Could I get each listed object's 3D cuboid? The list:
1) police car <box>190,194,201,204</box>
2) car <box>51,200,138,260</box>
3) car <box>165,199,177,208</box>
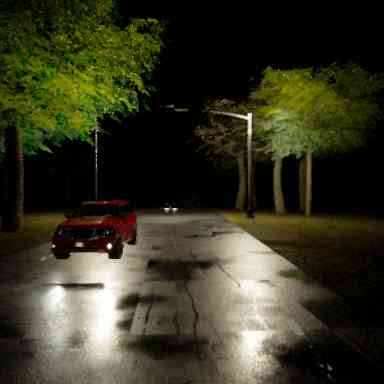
[{"bbox_3d":[1.150,1.892,76.867,1.930,1.638,5.238,0,0,0],"label":"police car"},{"bbox_3d":[-3.589,1.350,13.384,2.150,2.045,5.566,0,-1,0],"label":"car"},{"bbox_3d":[-3.477,1.956,56.251,2.033,1.411,5.357,0,0,1],"label":"car"}]
